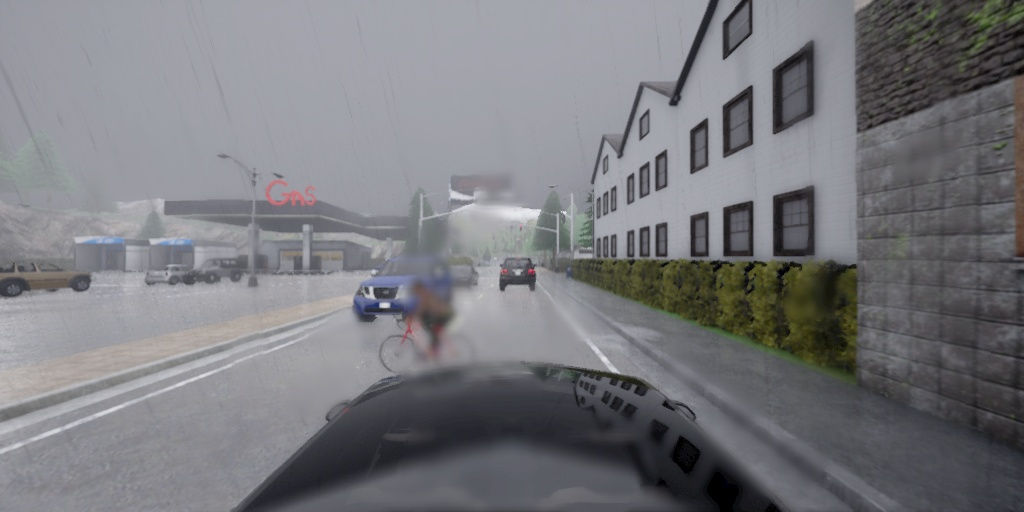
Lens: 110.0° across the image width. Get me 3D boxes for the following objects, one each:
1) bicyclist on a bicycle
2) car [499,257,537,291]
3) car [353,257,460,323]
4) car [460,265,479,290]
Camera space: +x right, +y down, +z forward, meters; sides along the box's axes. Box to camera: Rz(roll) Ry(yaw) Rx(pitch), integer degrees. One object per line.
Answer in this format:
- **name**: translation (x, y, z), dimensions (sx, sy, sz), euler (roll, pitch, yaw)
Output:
- **bicyclist on a bicycle**: translation (-1.448, 1.225, 6.145), dimensions (1.656, 1.620, 0.582), euler (0, 0, 1)
- **car**: translation (0.384, 1.084, 22.785), dimensions (2.150, 2.045, 5.566), euler (0, 0, 1)
- **car**: translation (-3.457, 1.031, 12.647), dimensions (2.150, 2.045, 5.566), euler (0, -1, 1)
- **car**: translation (-3.263, 1.371, 23.405), dimensions (1.837, 1.490, 4.892), euler (0, 0, 1)
